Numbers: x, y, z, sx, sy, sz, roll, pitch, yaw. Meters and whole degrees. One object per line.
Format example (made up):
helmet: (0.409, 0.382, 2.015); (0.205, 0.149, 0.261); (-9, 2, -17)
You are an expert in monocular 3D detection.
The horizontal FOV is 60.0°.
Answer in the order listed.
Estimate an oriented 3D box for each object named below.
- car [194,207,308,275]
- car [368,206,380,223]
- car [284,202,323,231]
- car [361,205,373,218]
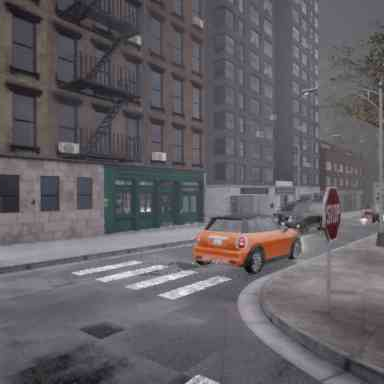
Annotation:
car: (2.097, 1.562, 11.597); (2.097, 1.767, 4.553); (0, -1, 39)
car: (19.275, 2.374, 33.097); (1.812, 1.442, 4.674); (0, -1, 39)
car: (7.429, 1.723, 23.015); (2.150, 2.045, 5.566); (0, -2, 39)
car: (23.088, 2.419, 42.455); (2.097, 1.767, 4.553); (0, -1, 39)
